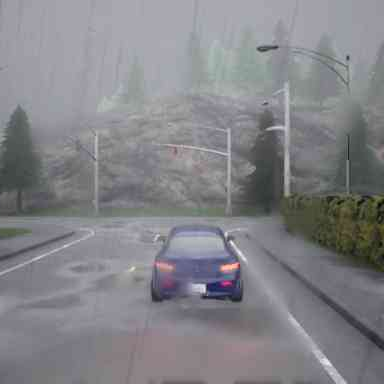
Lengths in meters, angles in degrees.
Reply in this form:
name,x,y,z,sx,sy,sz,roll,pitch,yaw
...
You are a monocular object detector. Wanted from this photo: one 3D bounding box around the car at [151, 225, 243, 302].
name,x,y,z,sx,sy,sz,roll,pitch,yaw
car,0.107,1.525,8.130,1.812,1.442,4.674,0,0,0
